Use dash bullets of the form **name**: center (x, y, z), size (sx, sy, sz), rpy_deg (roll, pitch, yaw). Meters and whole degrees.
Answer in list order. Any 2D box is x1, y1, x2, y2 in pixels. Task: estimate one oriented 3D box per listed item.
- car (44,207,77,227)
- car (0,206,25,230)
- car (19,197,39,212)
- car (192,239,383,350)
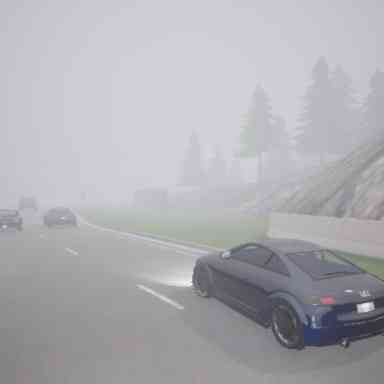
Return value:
- **car**: center (-9.981, 1.827, 25.100), size (1.994, 1.385, 4.181), rpy_deg (0, -1, -28)
- **car**: center (-12.589, 1.854, 22.489), size (1.895, 1.301, 4.718), rpy_deg (0, -1, -29)
- **car**: center (-23.191, 1.738, 47.345), size (2.150, 2.045, 5.566), rpy_deg (0, -1, -21)
- **car**: center (1.609, 1.613, 6.510), size (1.994, 1.385, 4.181), rpy_deg (0, -1, -25)
